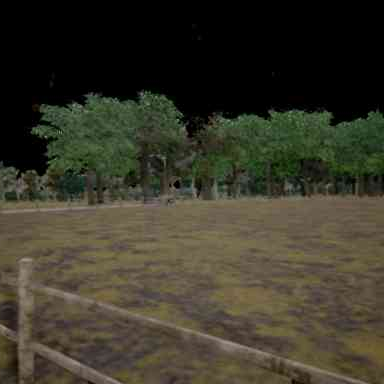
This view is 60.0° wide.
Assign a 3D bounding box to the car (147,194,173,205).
[{"bbox_3d":[-5.387,1.171,55.970,4.553,1.767,2.097,-1,-1,-41],"label":"car"}]
